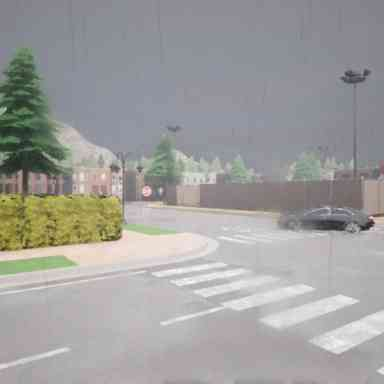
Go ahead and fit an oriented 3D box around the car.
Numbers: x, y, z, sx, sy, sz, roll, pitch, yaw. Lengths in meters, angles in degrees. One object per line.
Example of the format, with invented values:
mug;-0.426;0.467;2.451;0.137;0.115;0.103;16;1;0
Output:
car;7.294;1.518;18.384;4.902;1.511;2.128;0;1;22
